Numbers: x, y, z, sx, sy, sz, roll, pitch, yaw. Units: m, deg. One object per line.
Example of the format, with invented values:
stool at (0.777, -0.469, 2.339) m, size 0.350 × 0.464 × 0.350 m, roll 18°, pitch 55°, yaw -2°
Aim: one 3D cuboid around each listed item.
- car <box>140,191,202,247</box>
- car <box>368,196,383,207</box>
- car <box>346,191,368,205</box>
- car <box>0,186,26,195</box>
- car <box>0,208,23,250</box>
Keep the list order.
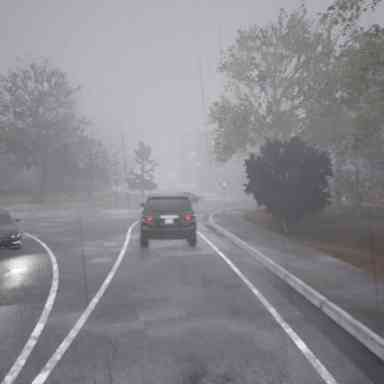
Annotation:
car at (-1.072, 1.050, 14.461) m, size 2.150 × 2.045 × 5.566 m, roll 0°, pitch 2°, yaw -6°
car at (23.478, 1.139, 38.151) m, size 5.008 × 1.535 × 1.882 m, roll 4°, pitch 3°, yaw 7°
car at (22.268, 0.640, 41.513) m, size 5.566 × 2.045 × 2.150 m, roll 4°, pitch 3°, yaw 6°
car at (-31.311, -0.304, 57.444) m, size 1.837 × 1.490 × 4.892 m, roll 2°, pitch 2°, yaw 39°
car at (-7.950, 1.407, 12.983) m, size 1.837 × 1.490 × 4.892 m, roll -1°, pitch 2°, yaw -36°
